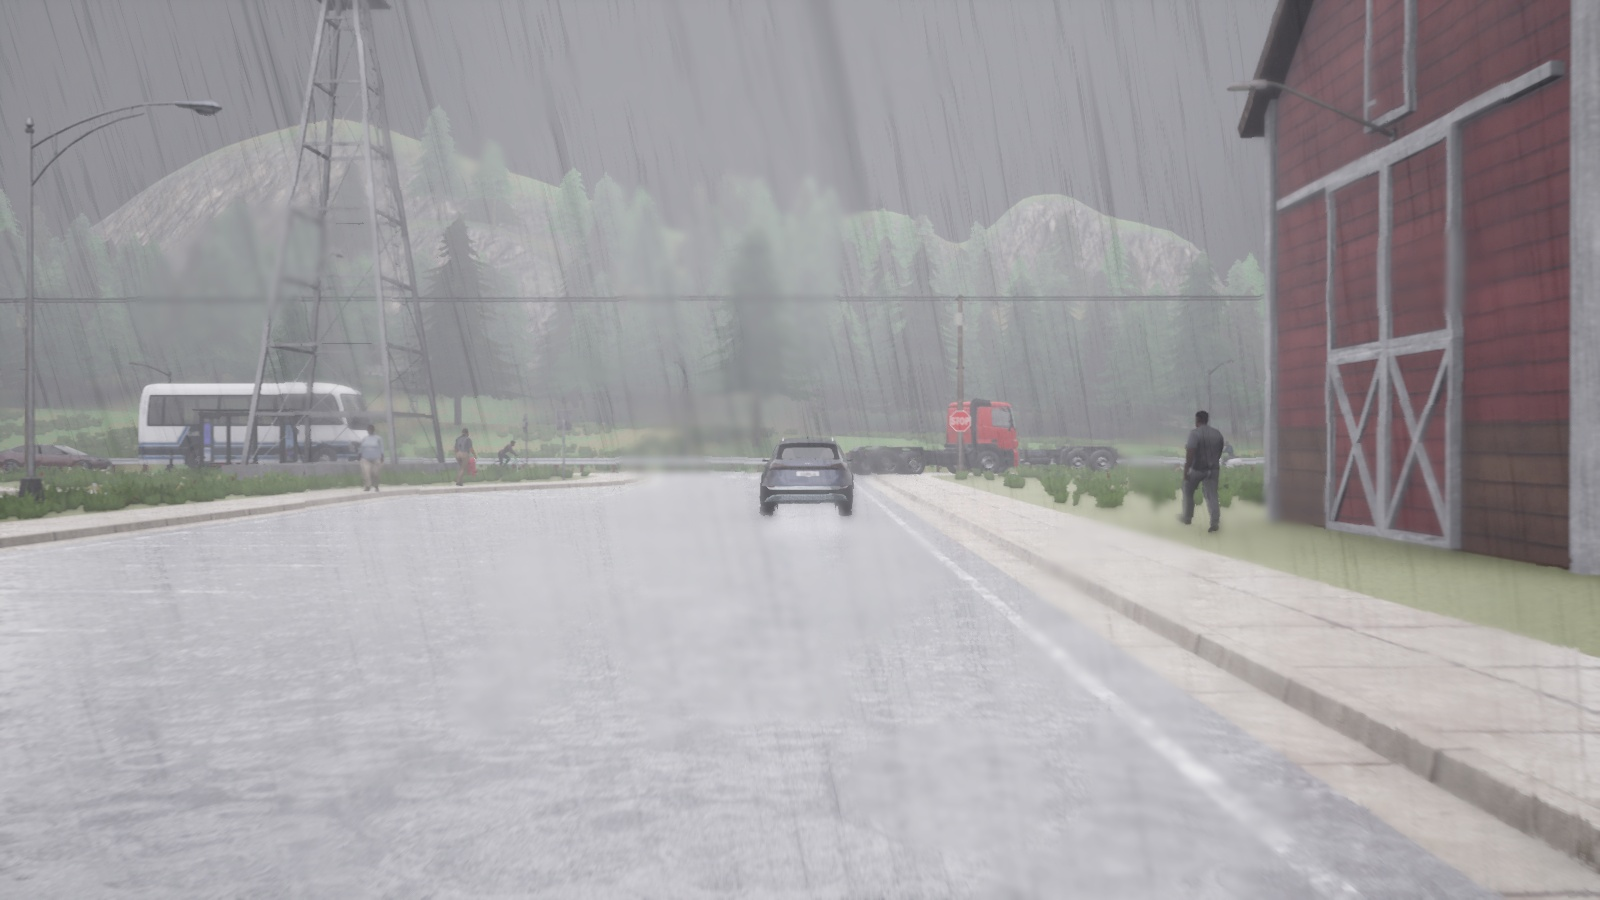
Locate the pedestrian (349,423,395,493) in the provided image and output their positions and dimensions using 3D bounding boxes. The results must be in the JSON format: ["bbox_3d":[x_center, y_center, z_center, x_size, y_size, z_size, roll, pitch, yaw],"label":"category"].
[{"bbox_3d":[-11.381,0.204,33.429,0.874,1.855,0.900,0,0,3],"label":"pedestrian"}]

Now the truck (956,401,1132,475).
[{"bbox_3d":[11.622,-0.565,60.337,7.936,3.462,2.891,0,0,1],"label":"truck"}]

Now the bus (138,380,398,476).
[{"bbox_3d":[-24.236,-0.974,57.667,10.273,4.253,3.944,0,0,1],"label":"bus"}]

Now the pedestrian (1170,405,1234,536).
[{"bbox_3d":[5.926,0.297,18.526,0.563,1.883,0.849,0,0,-10],"label":"pedestrian"}]

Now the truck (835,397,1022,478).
[{"bbox_3d":[5.750,-0.548,56.094,7.936,3.462,2.891,0,0,-25],"label":"truck"}]

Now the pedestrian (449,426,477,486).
[{"bbox_3d":[-10.394,0.175,38.731,0.540,1.848,0.694,0,0,24],"label":"pedestrian"}]

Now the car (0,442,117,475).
[{"bbox_3d":[-34.436,0.393,57.846,4.792,1.488,2.163,0,0,-9],"label":"car"}]

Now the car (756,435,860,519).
[{"bbox_3d":[0.169,0.524,27.066,2.033,1.649,4.856,0,0,0],"label":"car"}]
